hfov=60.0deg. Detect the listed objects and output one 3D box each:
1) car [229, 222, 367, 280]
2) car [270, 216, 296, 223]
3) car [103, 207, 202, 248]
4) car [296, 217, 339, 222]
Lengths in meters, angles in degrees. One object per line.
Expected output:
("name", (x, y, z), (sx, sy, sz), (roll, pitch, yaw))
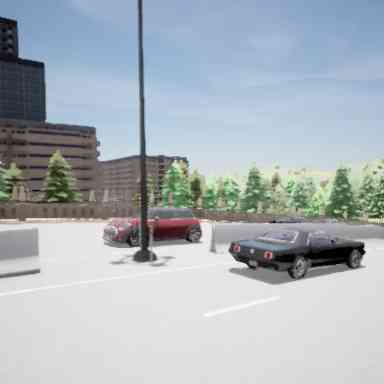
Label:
("car", (3.530, 1.786, 10.562), (4.718, 1.301, 1.895), (3, -2, -35))
("car", (9.759, 3.033, 32.436), (4.718, 1.301, 1.895), (6, -4, -35))
("car", (-1.767, 1.496, 15.627), (4.553, 1.767, 2.097), (2, -1, -35))
("car", (11.795, 3.033, 29.589), (4.718, 1.301, 1.895), (6, -4, -35))
